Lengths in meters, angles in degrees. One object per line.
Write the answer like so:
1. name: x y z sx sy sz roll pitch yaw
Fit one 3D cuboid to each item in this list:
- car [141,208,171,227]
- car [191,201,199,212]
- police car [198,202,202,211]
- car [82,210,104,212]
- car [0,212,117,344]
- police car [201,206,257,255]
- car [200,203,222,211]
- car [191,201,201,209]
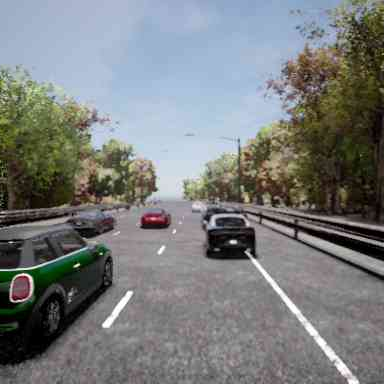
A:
1. car: -2.719 1.934 25.816 1.994 1.385 4.181 0 -1 1
2. car: 0.906 2.235 49.125 1.812 1.442 4.674 0 -1 0
3. police car: 1.809 1.839 30.496 1.930 1.638 5.238 0 -1 1
4. car: -6.295 1.872 21.177 2.033 1.411 5.357 0 -1 1
5. car: -3.140 1.460 6.791 2.097 1.767 4.553 0 -1 2
6. police car: 1.520 1.608 14.396 1.930 1.638 5.238 0 -1 1
7. car: 1.719 1.801 24.347 1.882 1.535 5.008 0 -1 1
8. car: 0.827 2.498 65.540 1.812 1.442 4.674 0 -1 -1
